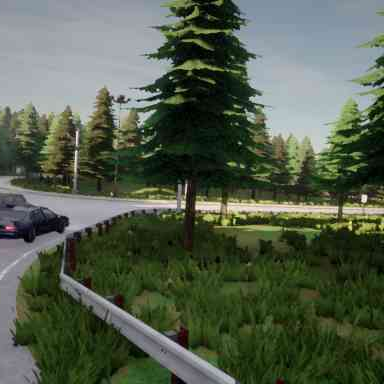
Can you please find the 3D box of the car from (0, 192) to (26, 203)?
[{"bbox_3d":[-10.682,0.895,18.048,2.097,1.767,4.553,4,2,3],"label":"car"}]

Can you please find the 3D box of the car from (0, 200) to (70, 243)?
[{"bbox_3d":[-7.588,1.371,15.525,2.033,1.411,5.357,4,1,3],"label":"car"}]
